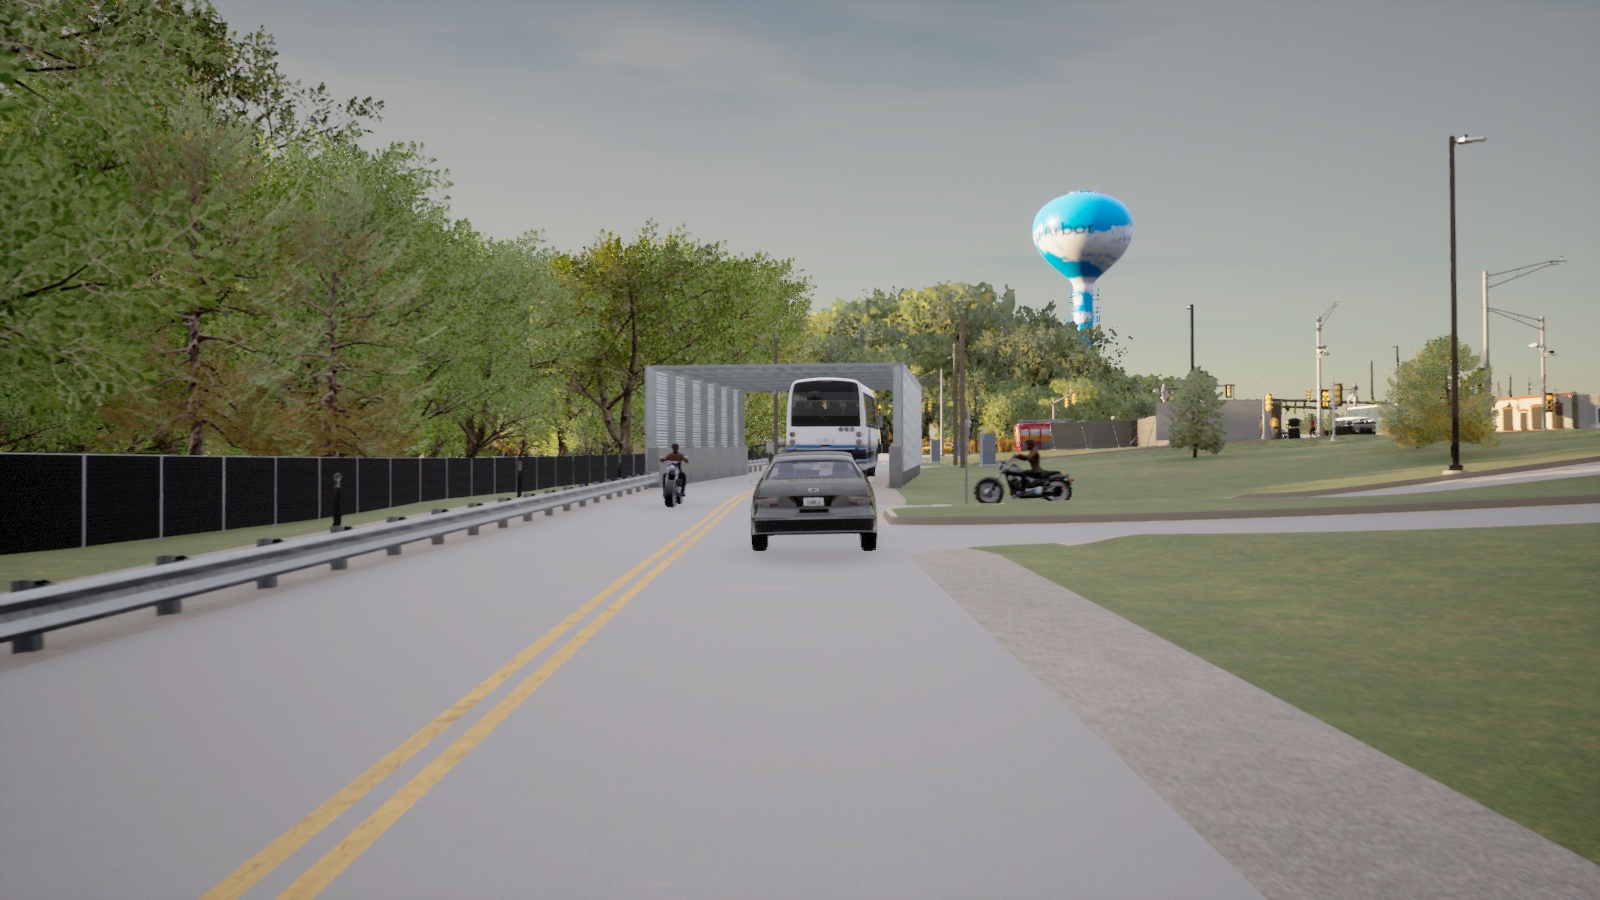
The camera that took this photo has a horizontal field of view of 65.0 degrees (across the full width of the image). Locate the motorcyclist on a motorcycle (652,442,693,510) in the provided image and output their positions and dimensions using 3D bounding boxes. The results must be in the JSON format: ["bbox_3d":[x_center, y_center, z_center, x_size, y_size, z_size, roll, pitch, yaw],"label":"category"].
[{"bbox_3d":[-3.197,0.628,31.765,0.766,1.649,2.350,0,0,1],"label":"motorcyclist on a motorcycle"}]

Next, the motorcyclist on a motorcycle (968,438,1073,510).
[{"bbox_3d":[5.246,0.567,29.931,2.350,1.649,0.766,-1,-1,2],"label":"motorcyclist on a motorcycle"}]

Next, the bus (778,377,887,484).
[{"bbox_3d":[1.648,-0.813,55.609,3.944,4.253,10.273,0,0,7],"label":"bus"}]

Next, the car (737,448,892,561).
[{"bbox_3d":[0.217,0.720,19.330,2.033,1.411,5.357,-1,0,1],"label":"car"}]

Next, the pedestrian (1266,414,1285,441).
[{"bbox_3d":[33.089,-1.564,87.383,0.874,1.855,0.900,0,-1,-15],"label":"pedestrian"}]
